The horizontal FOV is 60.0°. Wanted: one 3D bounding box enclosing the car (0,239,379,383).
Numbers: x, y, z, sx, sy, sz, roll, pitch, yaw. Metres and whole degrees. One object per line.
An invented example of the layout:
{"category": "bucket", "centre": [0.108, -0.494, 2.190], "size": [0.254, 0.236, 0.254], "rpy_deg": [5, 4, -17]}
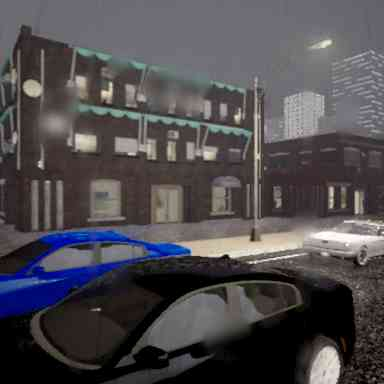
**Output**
{"category": "car", "centre": [-0.276, 1.494, 3.488], "size": [5.008, 1.535, 1.882], "rpy_deg": [1, -1, -36]}

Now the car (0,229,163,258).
{"category": "car", "centre": [-2.272, 1.493, 6.065], "size": [5.008, 1.535, 1.882], "rpy_deg": [1, -1, -36]}

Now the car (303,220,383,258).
{"category": "car", "centre": [6.089, 1.716, 12.029], "size": [4.718, 1.301, 1.895], "rpy_deg": [1, 0, -36]}
